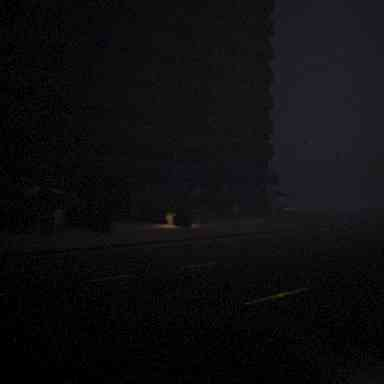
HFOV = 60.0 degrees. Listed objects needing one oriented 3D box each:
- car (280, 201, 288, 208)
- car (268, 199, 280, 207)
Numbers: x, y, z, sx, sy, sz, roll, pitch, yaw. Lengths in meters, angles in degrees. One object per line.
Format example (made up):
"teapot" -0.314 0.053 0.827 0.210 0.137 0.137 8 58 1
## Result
"car" 14.002 1.945 56.141 1.812 1.442 4.674 1 -1 -35
"car" 10.981 1.591 54.377 2.150 2.045 5.566 1 -1 -36
